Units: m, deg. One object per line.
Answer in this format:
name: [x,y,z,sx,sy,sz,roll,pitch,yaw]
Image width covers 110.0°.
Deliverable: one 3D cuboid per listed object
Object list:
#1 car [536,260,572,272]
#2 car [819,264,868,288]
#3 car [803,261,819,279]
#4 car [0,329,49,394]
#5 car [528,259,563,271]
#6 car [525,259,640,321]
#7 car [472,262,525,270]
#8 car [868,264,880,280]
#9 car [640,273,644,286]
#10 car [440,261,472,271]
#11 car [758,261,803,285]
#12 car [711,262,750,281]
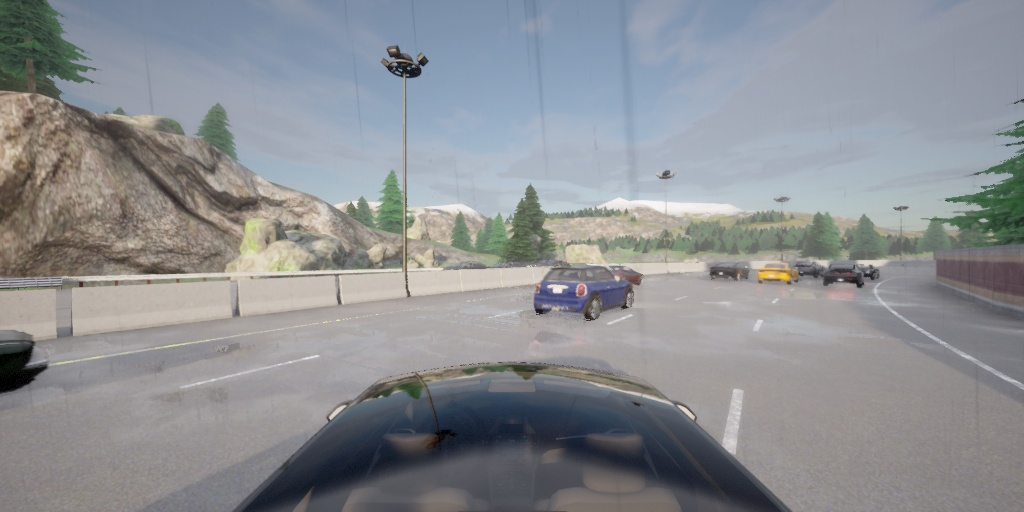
car: [5.537,1.256,46.968,4.892,1.490,1.837,1,0,-42]
car: [22.399,1.255,24.182,4.892,1.490,1.837,0,0,-43]
car: [27.545,1.241,33.294,4.902,1.511,2.128,0,0,-39]
car: [-8.274,1.350,3.411,1.895,1.301,4.718,0,0,32]
car: [4.804,1.242,51.015,4.902,1.511,2.128,0,0,-41]
car: [2.713,1.102,12.914,2.097,1.767,4.553,0,0,37]
car: [-0.647,1.241,30.976,2.128,1.511,4.902,0,0,42]
car: [30.309,1.351,31.050,4.718,1.301,1.895,0,0,-39]
car: [7.028,1.313,23.524,1.994,1.385,4.181,0,0,42]
car: [-4.260,1.241,32.196,2.128,1.511,4.902,0,0,42]
car: [19.637,1.227,26.382,5.008,1.535,1.882,0,0,-44]
car: [18.315,1.228,29.967,5.008,1.535,1.882,0,0,-43]
